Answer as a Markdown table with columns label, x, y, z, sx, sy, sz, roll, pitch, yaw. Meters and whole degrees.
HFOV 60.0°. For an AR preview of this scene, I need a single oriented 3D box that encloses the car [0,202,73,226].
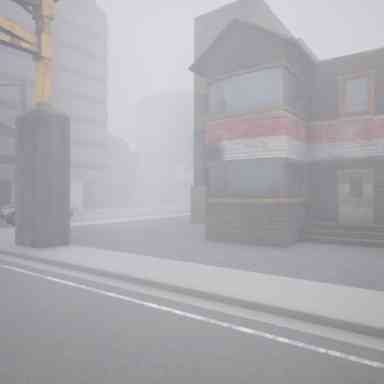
| label | x | y | z | sx | sy | sz | roll | pitch | yaw |
| --- | --- | --- | --- | --- | --- | --- | --- | --- | --- |
| car | -10.683 | 1.477 | 23.480 | 2.038 | 1.542 | 4.974 | 0 | 0 | 15 |
